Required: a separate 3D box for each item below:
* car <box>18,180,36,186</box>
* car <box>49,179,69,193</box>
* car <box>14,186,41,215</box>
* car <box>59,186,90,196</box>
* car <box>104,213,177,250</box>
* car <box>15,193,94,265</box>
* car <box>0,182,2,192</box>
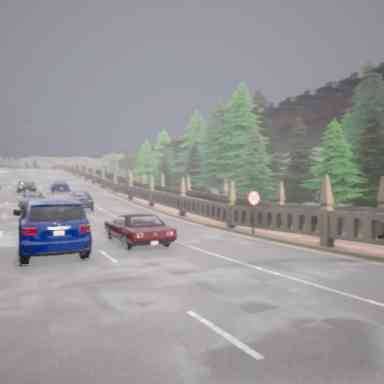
[{"bbox_3d":[-19.071,-0.686,38.387,1.895,1.301,4.718,0,7,-28],"label":"car"},{"bbox_3d":[-15.983,-0.832,40.034,1.882,1.535,5.008,0,7,-28],"label":"car"},{"bbox_3d":[-12.566,0.698,26.142,2.128,1.511,4.902,0,5,-27],"label":"car"},{"bbox_3d":[-9.472,0.678,27.779,2.128,1.511,4.902,0,5,-27],"label":"car"},{"bbox_3d":[-2.446,1.591,14.551,1.895,1.301,4.718,0,1,-28],"label":"car"},{"bbox_3d":[-5.212,1.248,12.279,2.150,2.045,5.566,0,2,-28],"label":"car"},{"bbox_3d":[-22.163,-0.666,36.745,1.895,1.301,4.718,0,7,-28],"label":"car"}]
